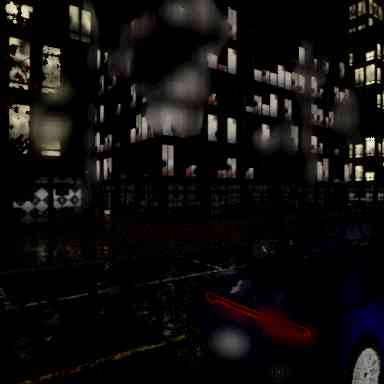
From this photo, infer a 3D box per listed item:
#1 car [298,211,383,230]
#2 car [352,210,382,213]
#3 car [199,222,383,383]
[{"bbox_3d":[4.552,1.551,10.463,5.357,1.411,2.033,0,0,-35],"label":"car"},{"bbox_3d":[8.168,1.570,16.208,4.313,1.339,1.947,0,0,-35],"label":"car"},{"bbox_3d":[2.432,1.479,5.032,5.008,1.535,1.882,0,0,-35],"label":"car"}]
